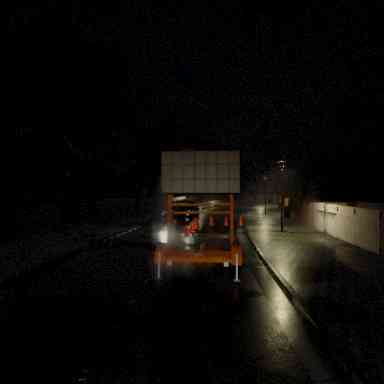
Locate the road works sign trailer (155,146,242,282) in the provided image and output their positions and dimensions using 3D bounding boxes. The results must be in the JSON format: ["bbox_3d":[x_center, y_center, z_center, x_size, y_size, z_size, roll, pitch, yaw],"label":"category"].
[{"bbox_3d":[0.264,0.471,9.864,2.380,3.560,2.880,0,0,5],"label":"road works sign trailer"}]

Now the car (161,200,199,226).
[{"bbox_3d":[-0.799,1.386,23.832,2.097,1.767,4.553,0,0,9],"label":"car"}]
